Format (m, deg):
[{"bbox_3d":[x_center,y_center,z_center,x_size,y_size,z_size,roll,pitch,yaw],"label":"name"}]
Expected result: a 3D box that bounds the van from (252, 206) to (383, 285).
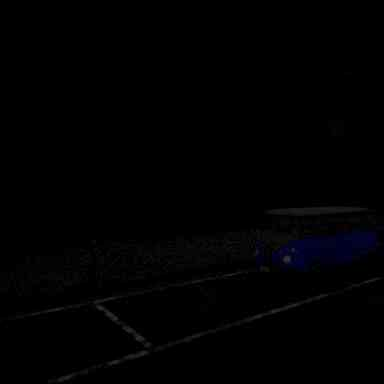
[{"bbox_3d":[3.440,1.302,9.105,3.998,1.788,1.690,0,0,-35],"label":"van"}]
